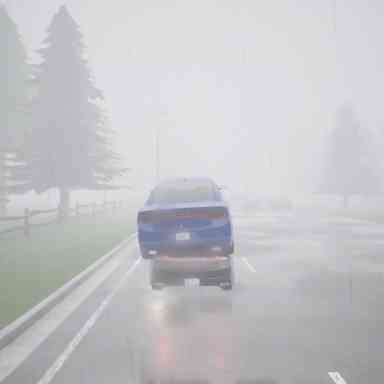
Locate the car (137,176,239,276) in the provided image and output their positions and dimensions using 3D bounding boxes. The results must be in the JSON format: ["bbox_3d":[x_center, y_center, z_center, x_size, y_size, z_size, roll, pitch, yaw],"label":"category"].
[{"bbox_3d":[-0.082,0.342,8.302,1.882,1.535,5.008,-4,7,3],"label":"car"}]

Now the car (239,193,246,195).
[{"bbox_3d":[7.000,1.221,50.098,2.150,2.045,5.566,0,0,0],"label":"car"}]

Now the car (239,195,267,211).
[{"bbox_3d":[7.000,1.491,39.648,2.128,1.511,4.902,0,0,0],"label":"car"}]

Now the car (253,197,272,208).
[{"bbox_3d":[10.500,1.505,50.068,1.837,1.490,4.892,0,0,0],"label":"car"}]

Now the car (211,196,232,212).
[{"bbox_3d":[3.500,1.352,40.035,2.097,1.767,4.553,0,0,0],"label":"car"}]

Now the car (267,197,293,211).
[{"bbox_3d":[10.500,1.352,40.035,2.097,1.767,4.553,0,0,0],"label":"car"}]

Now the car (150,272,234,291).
[{"bbox_3d":[0.001,1.553,9.027,2.128,1.511,4.902,0,1,0],"label":"car"}]
